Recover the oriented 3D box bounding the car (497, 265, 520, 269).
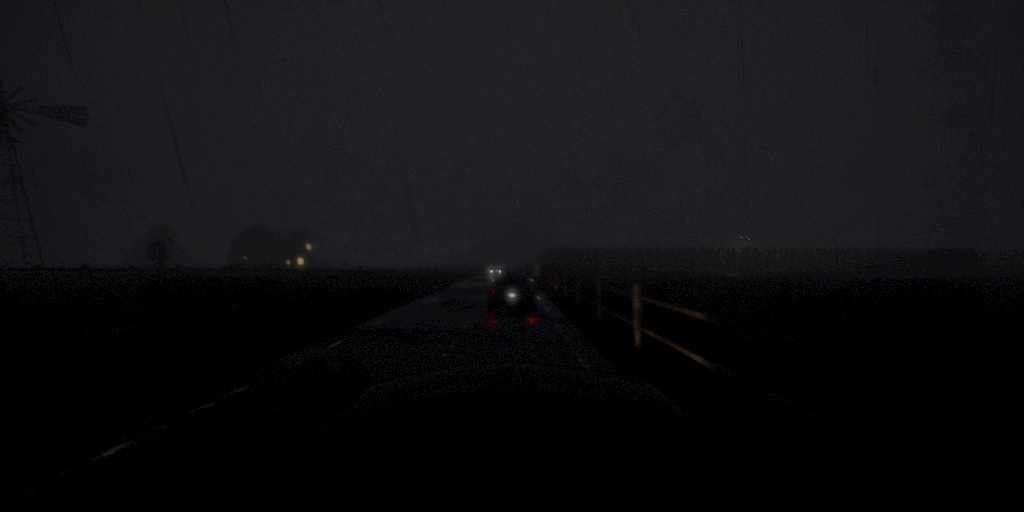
[{"bbox_3d":[0.011,1.629,30.069,1.895,1.301,4.718,0,-1,0],"label":"car"}]

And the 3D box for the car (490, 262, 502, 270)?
[{"bbox_3d":[-2.817,1.834,63.433,1.837,1.490,4.892,0,0,1],"label":"car"}]

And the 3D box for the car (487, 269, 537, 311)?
[{"bbox_3d":[0.022,1.452,15.356,1.994,1.385,4.181,0,0,0],"label":"car"}]
